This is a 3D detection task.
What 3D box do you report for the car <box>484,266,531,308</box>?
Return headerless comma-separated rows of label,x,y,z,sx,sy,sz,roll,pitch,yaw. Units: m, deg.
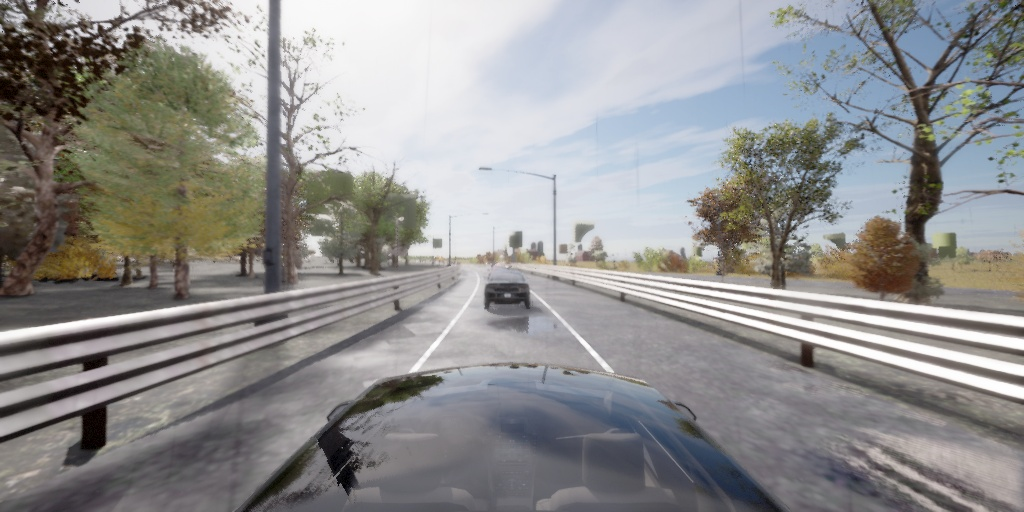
car,-0.254,1.380,16.196,1.882,1.535,5.008,0,0,-2
